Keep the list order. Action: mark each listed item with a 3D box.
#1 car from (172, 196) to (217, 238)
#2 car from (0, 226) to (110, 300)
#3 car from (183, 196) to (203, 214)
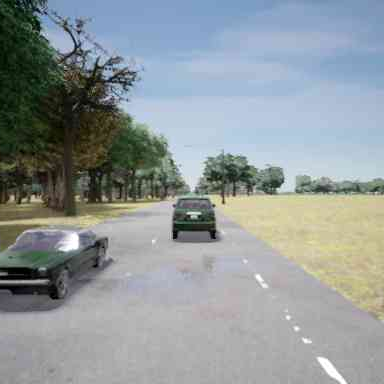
[{"bbox_3d":[0.116,1.229,17.873,2.150,2.045,5.566,0,0,0],"label":"car"},{"bbox_3d":[-3.598,1.604,8.544,1.895,1.301,4.718,0,0,0],"label":"car"},{"bbox_3d":[0.107,1.378,36.076,2.097,1.767,4.553,0,0,0],"label":"car"}]
